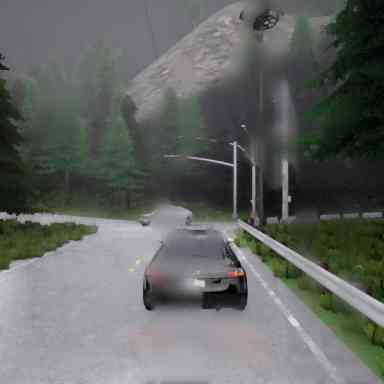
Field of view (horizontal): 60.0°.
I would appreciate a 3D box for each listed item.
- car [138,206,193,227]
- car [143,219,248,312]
[{"bbox_3d":[-1.703,1.675,23.263,1.812,1.442,4.674,-3,-4,34],"label":"car"},{"bbox_3d":[0.075,1.564,7.782,1.994,1.385,4.181,0,0,1],"label":"car"}]
